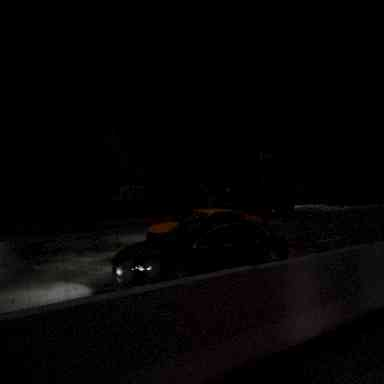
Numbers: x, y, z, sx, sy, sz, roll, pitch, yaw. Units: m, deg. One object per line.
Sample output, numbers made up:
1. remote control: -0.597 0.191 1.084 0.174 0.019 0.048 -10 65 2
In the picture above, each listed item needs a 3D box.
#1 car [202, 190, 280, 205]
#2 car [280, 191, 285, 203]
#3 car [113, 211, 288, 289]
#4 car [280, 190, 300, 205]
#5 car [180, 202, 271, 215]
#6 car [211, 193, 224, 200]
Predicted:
1. car: 1.936 1.074 18.198 5.566 2.045 2.150 -1 0 -35
2. car: 9.284 1.014 43.921 1.882 1.535 5.008 -1 1 -35
3. car: 0.412 1.459 8.563 4.892 1.490 1.837 -1 0 -35
4. car: 12.095 0.706 45.916 2.150 2.045 5.566 -1 1 -39
5. car: 0.636 1.389 13.004 5.008 1.535 1.882 -1 0 -35
6. car: 5.436 0.873 70.323 1.994 1.385 4.181 -1 1 -6
